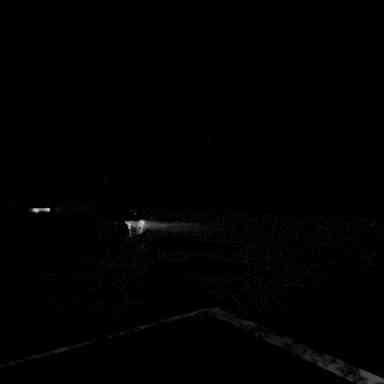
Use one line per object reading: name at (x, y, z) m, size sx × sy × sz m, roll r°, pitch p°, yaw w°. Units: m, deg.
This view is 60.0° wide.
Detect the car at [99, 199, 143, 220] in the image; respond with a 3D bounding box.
car at (-5.770, 1.354, 26.659) m, size 2.128 × 1.511 × 4.902 m, roll -1°, pitch 1°, yaw -39°

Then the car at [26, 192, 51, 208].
car at (-21.345, 1.069, 46.070) m, size 2.150 × 2.045 × 5.566 m, roll -1°, pitch 1°, yaw -39°
